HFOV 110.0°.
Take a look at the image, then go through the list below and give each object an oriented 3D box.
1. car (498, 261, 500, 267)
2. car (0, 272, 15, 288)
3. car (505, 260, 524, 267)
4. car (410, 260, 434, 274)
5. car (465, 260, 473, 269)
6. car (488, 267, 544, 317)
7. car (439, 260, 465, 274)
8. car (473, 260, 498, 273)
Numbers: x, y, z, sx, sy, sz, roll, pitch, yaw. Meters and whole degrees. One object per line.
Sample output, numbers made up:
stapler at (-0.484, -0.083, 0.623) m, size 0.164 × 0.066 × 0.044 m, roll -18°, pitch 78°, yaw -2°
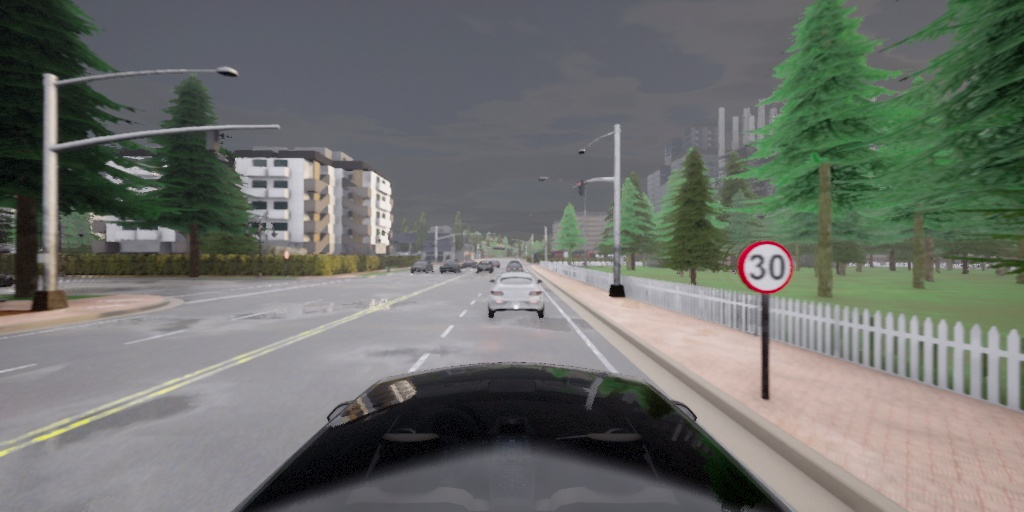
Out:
car at (-3.084, 1.363, 62.847) m, size 1.994 × 1.385 × 4.181 m, roll 0°, pitch 0°, yaw 0°
car at (-31.596, 1.223, 20.611) m, size 4.181 × 1.385 × 1.994 m, roll 0°, pitch 0°, yaw 1°
car at (0.271, 1.332, 37.967) m, size 2.033 × 1.411 × 5.357 m, roll 0°, pitch 0°, yaw 0°
car at (-10.378, 1.269, 41.683) m, size 1.837 × 1.490 × 4.892 m, roll 0°, pitch 0°, yaw 0°
car at (-6.756, 1.335, 57.249) m, size 2.033 × 1.411 × 5.357 m, roll 0°, pitch 0°, yaw 1°
car at (0.145, 1.287, 13.117) m, size 1.812 × 1.442 × 4.674 m, roll 0°, pitch 0°, yaw 0°
car at (-6.890, 1.372, 40.528) m, size 1.895 × 1.301 × 4.718 m, roll 0°, pitch 0°, yaw 0°
car at (-3.186, 1.273, 43.812) m, size 2.128 × 1.511 × 4.902 m, roll 0°, pitch 0°, yaw 0°
